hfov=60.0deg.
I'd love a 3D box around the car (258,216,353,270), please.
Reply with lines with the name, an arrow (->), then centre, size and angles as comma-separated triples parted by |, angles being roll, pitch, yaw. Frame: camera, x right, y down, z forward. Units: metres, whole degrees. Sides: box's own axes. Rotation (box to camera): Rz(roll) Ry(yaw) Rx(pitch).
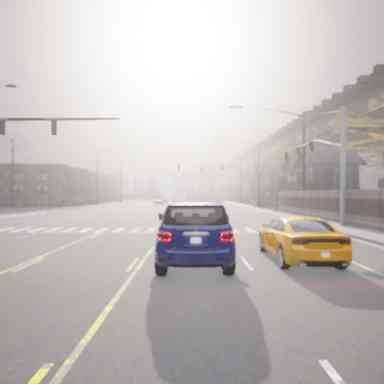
car -> 3.562, 1.536, 11.328 | 1.882, 1.535, 5.008 | 0, 0, 0

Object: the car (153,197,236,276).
car -> 0.061, 1.276, 10.703 | 2.150, 2.045, 5.566 | 0, 0, -1

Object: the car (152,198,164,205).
car -> -7.008, 1.894, 69.042 | 2.033, 1.411, 5.357 | 0, 0, 0

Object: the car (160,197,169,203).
car -> -7.010, 2.029, 84.622 | 1.895, 1.301, 4.718 | 0, 0, 0
